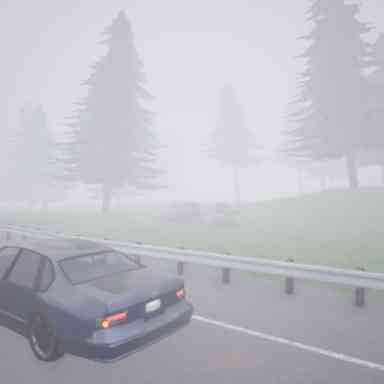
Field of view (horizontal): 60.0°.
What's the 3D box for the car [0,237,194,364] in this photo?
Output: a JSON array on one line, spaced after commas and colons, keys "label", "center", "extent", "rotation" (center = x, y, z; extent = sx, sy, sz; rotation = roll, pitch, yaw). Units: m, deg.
[{"label": "car", "center": [-2.525, 1.550, 5.903], "extent": [5.357, 1.411, 2.033], "rotation": [0, 0, 37]}]
